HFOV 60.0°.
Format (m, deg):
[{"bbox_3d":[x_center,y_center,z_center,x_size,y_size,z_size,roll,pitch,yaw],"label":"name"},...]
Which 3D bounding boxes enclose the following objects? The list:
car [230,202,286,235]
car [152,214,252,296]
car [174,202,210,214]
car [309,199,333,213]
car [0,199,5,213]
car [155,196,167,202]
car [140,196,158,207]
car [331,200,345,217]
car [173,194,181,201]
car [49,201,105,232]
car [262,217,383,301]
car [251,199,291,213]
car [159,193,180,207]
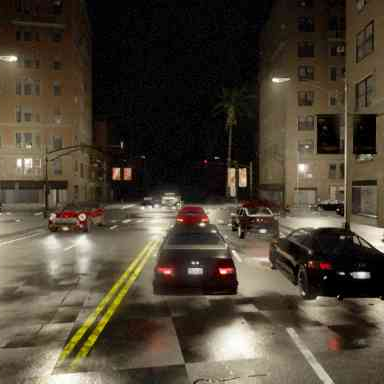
[{"bbox_3d":[3.167,1.502,17.295,1.837,1.490,4.892,0,0,0],"label":"car"},{"bbox_3d":[0.050,1.546,8.811,2.033,1.411,5.357,0,0,0],"label":"car"},{"bbox_3d":[0.012,1.523,18.337,1.812,1.442,4.674,0,0,0],"label":"car"},{"bbox_3d":[15.839,1.602,37.741,4.902,1.511,2.128,0,1,2],"label":"car"},{"bbox_3d":[-20.518,1.398,31.812,4.674,1.442,1.812,0,1,-8],"label":"car"},{"bbox_3d":[-6.856,1.520,73.666,2.033,1.411,5.357,0,0,0],"label":"car"},{"bbox_3d":[-6.850,1.557,52.129,1.994,1.385,4.181,0,0,-1],"label":"car"},{"bbox_3d":[16.060,1.763,31.802,4.313,1.339,1.947,0,0,0],"label":"car"},{"bbox_3d":[-3.647,1.407,82.282,1.882,1.535,5.008,0,0,0],"label":"car"},{"bbox_3d":[-6.694,1.348,19.780,2.097,1.767,4.553,0,0,0],"label":"car"},{"bbox_3d":[3.269,1.563,8.382,1.994,1.385,4.181,0,0,1],"label":"car"},{"bbox_3d":[7.833,1.530,34.964,5.008,1.535,1.882,1,2,9],"label":"car"},{"bbox_3d":[-3.598,1.212,53.092,2.150,2.045,5.566,0,0,0],"label":"car"}]
